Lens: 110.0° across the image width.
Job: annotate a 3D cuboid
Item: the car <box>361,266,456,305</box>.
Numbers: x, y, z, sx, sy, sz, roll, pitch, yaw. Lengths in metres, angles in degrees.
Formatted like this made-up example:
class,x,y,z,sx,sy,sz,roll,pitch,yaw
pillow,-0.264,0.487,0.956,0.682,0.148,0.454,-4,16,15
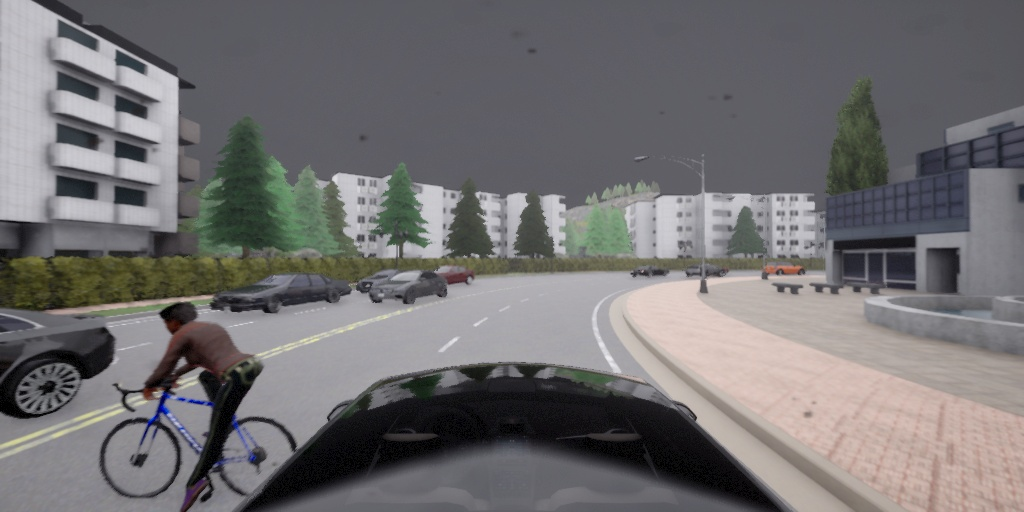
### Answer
class,x,y,z,sx,sy,sz,roll,pitch,yaw
car,-4.697,1.391,17.080,1.812,1.442,4.674,0,-1,18

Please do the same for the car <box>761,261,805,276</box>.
class,x,y,z,sx,sy,sz,roll,pitch,yaw
car,31.384,1.409,41.488,4.553,1.767,2.097,0,0,-13

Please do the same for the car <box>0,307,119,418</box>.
class,x,y,z,sx,sy,sz,roll,pitch,yaw
car,-6.830,1.251,3.196,2.128,1.511,4.902,0,0,3

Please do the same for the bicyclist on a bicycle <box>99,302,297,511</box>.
class,x,y,z,sx,sy,sz,roll,pitch,yaw
bicyclist on a bicycle,-2.598,1.212,2.972,1.656,1.620,0.582,-1,0,0

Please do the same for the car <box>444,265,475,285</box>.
class,x,y,z,sx,sy,sz,roll,pitch,yaw
car,-4.690,1.414,26.351,1.882,1.535,5.008,0,0,28

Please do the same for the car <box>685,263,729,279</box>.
class,x,y,z,sx,sy,sz,roll,pitch,yaw
car,20.054,1.515,37.223,4.902,1.511,2.128,0,-1,-31

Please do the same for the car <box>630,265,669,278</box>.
class,x,y,z,sx,sy,sz,roll,pitch,yaw
car,14.571,1.627,37.854,4.718,1.301,1.895,0,-1,-37

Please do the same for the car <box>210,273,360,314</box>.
class,x,y,z,sx,sy,sz,roll,pitch,yaw
car,-9.030,1.395,14.764,2.033,1.411,5.357,0,0,14
